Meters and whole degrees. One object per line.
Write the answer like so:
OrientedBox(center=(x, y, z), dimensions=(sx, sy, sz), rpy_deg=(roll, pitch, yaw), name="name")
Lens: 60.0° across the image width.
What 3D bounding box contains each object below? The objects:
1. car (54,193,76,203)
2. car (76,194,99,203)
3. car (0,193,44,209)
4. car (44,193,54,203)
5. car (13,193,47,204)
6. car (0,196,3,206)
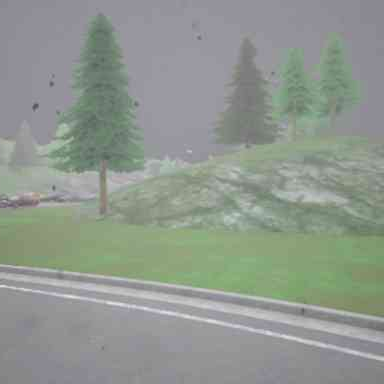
OrientedBox(center=(-18.810, 1.016, 51.714), dimensions=(1.994, 1.385, 4.181), rpy_deg=(0, 1, 20), name="car")
OrientedBox(center=(-15.250, 0.972, 51.262), dimensions=(1.812, 1.442, 4.674), rpy_deg=(0, 1, 20), name="car")
OrientedBox(center=(-19.909, 1.136, 38.504), dimensions=(1.812, 1.442, 4.674), rpy_deg=(0, 1, 20), name="car")
OrientedBox(center=(-22.004, 0.924, 53.151), dimensions=(1.882, 1.535, 5.008), rpy_deg=(0, 1, 20), name="car")
OrientedBox(center=(-25.753, 0.937, 53.088), dimensions=(1.882, 1.535, 5.008), rpy_deg=(0, 1, 20), name="car")
OrientedBox(center=(-26.299, 1.198, 41.413), dimensions=(1.895, 1.301, 4.718), rpy_deg=(0, 1, 20), name="car")
